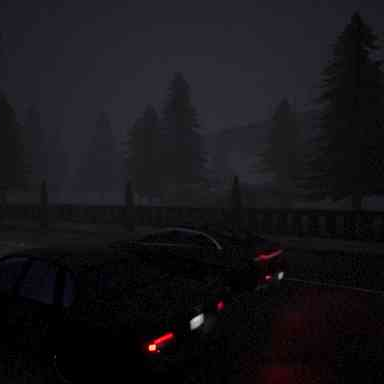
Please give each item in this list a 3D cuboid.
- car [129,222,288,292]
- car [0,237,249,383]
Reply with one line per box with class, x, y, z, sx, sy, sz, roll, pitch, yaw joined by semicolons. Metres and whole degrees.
car;-0.216;1.491;8.084;4.902;1.511;2.128;0;0;33
car;-2.052;1.557;5.197;5.357;1.411;2.033;0;0;33
